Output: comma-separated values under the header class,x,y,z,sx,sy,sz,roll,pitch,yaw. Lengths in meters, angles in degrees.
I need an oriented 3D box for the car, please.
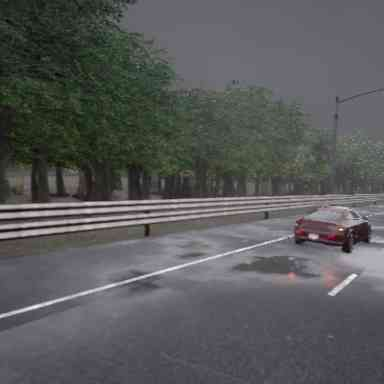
class,x,y,z,sx,sy,sz,roll,pitch,yaw
car,5.384,1.254,12.508,1.812,1.442,4.674,4,3,39
